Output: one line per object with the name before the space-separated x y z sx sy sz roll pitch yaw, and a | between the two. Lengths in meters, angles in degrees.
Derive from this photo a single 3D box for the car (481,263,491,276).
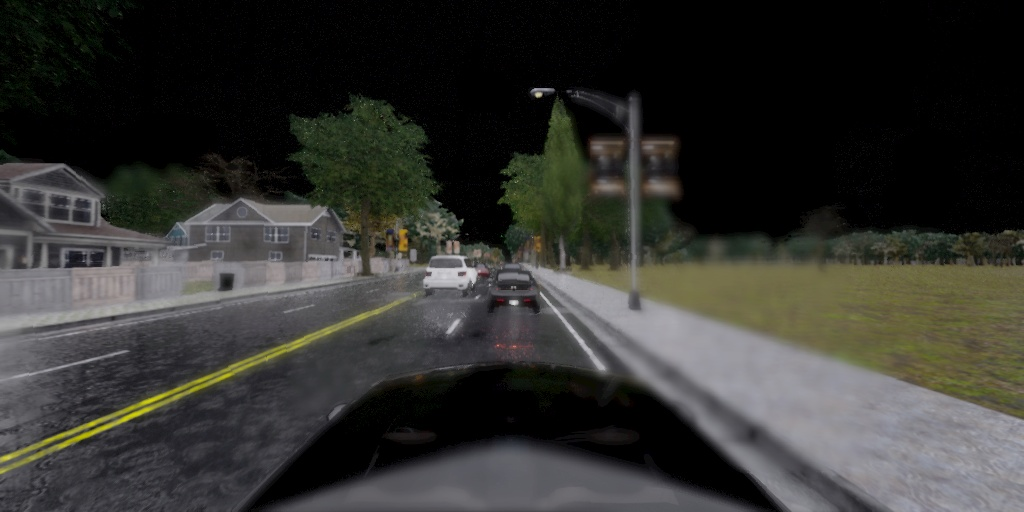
car | -3.144 1.431 36.599 1.994 1.385 4.181 0 0 0

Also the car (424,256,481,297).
car | -3.148 1.013 19.366 2.150 2.045 5.566 0 0 0

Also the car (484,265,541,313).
car | 0.099 1.282 14.195 1.837 1.490 4.892 0 0 0

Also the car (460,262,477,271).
car | -6.510 1.579 54.084 1.895 1.301 4.718 0 0 0
